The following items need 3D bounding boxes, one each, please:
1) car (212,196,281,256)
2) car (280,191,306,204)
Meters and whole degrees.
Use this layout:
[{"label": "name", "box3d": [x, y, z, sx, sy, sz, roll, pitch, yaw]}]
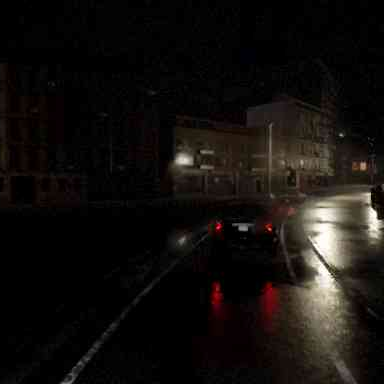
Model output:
[{"label": "car", "box3d": [2.066, 1.121, 12.463, 2.097, 1.767, 4.553, 1, 1, 12]}, {"label": "car", "box3d": [10.836, 0.532, 35.594, 1.895, 1.301, 4.718, 1, 3, 30]}]
